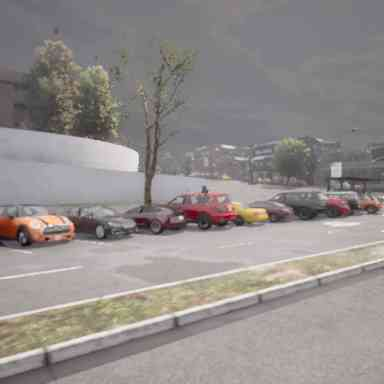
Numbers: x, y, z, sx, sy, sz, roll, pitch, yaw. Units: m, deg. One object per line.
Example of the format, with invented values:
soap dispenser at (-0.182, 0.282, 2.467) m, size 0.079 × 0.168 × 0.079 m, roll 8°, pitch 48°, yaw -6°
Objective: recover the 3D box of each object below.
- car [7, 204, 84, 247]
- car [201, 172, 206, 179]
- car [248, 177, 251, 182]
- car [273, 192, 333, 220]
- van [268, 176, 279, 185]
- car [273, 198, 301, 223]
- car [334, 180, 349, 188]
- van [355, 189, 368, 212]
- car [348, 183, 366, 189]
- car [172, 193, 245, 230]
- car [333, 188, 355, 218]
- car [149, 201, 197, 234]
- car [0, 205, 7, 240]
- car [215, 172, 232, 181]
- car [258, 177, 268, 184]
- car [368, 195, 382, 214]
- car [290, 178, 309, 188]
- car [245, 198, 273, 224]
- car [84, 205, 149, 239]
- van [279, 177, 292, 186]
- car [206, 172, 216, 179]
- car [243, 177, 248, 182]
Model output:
car at (-7.363, 1.336, 14.998) m, size 4.553 × 1.767 × 2.185 m, roll -1°, pitch -1°, yaw 34°
car at (5.330, -4.530, 93.450) m, size 2.185 × 1.767 × 4.553 m, roll 6°, pitch 3°, yaw 34°
car at (15.841, -2.723, 78.765) m, size 2.002 × 1.452 × 4.674 m, roll 7°, pitch 4°, yaw 35°
car at (7.320, 1.024, 25.427) m, size 5.566 × 2.045 × 2.435 m, roll -1°, pitch 0°, yaw 35°
van at (19.249, -2.442, 73.715) m, size 1.878 × 1.987 × 4.442 m, roll 7°, pitch 4°, yaw 35°
car at (4.895, 1.345, 23.671) m, size 4.674 × 1.452 × 2.002 m, roll -1°, pitch 0°, yaw 35°
car at (27.961, -1.104, 61.505) m, size 2.435 × 2.045 × 5.566 m, roll 6°, pitch 4°, yaw 35°
van at (12.372, 0.987, 28.802) m, size 4.442 × 1.987 × 1.878 m, roll -1°, pitch -1°, yaw 35°
car at (29.658, -0.541, 59.036) m, size 2.002 × 1.452 × 4.674 m, roll 6°, pitch 4°, yaw 35°
car at (-0.033, 1.114, 20.214) m, size 5.566 × 2.045 × 2.435 m, roll -1°, pitch 0°, yaw 35°
car at (9.833, 0.993, 27.132) m, size 5.566 × 2.045 × 2.435 m, roll -1°, pitch -1°, yaw 35°
car at (-2.475, 1.425, 18.471) m, size 4.792 × 1.488 × 2.163 m, roll -1°, pitch 0°, yaw 35°
car at (-9.758, 1.370, 13.214) m, size 4.553 × 1.767 × 2.185 m, roll -1°, pitch 0°, yaw 35°
car at (8.982, -3.858, 88.729) m, size 1.946 × 1.575 × 5.366 m, roll 6°, pitch 4°, yaw 34°
car at (17.674, -2.493, 76.446) m, size 1.946 × 1.575 × 5.366 m, roll 6°, pitch 4°, yaw 35°
car at (14.781, 1.059, 30.553) m, size 4.553 × 1.767 × 2.185 m, roll -1°, pitch 0°, yaw 35°
car at (22.745, -1.671, 68.887) m, size 2.231 × 1.521 × 4.892 m, roll 6°, pitch 4°, yaw 35°
car at (2.289, 1.335, 22.043) m, size 5.366 × 1.575 × 1.946 m, roll -1°, pitch 0°, yaw 35°
car at (-4.895, 1.429, 16.724) m, size 4.892 × 1.521 × 2.231 m, roll -1°, pitch -1°, yaw 35°
van at (20.981, -2.168, 71.245) m, size 1.878 × 1.987 × 4.442 m, roll 7°, pitch 4°, yaw 35°
car at (7.126, -4.379, 90.985) m, size 2.435 × 2.045 × 5.566 m, roll 7°, pitch 4°, yaw 34°
car at (14.096, -2.997, 81.225) m, size 2.002 × 1.452 × 4.674 m, roll 6°, pitch 4°, yaw 35°
